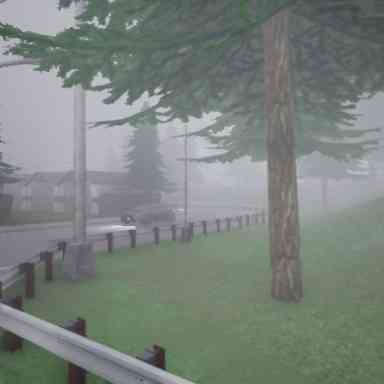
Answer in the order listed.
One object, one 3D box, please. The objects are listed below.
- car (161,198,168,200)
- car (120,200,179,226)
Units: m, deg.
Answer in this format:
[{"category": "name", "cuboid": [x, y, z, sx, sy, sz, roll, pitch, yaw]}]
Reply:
[{"category": "car", "cuboid": [-3.763, 1.540, 43.482, 4.181, 1.385, 1.994, 0, 0, 37]}, {"category": "car", "cuboid": [-3.014, 1.535, 23.266, 1.994, 1.385, 4.181, 0, 0, 35]}]
